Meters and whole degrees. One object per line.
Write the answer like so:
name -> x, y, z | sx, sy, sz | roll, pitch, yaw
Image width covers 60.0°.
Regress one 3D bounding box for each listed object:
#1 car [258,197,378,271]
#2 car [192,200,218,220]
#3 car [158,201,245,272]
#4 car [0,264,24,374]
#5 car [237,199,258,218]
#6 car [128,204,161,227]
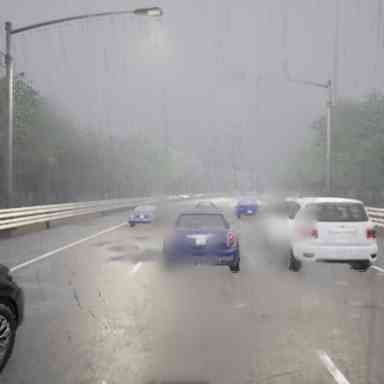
car -> 3.799, 1.181, 10.885 | 2.150, 2.045, 5.566 | 0, 0, 2
car -> 1.158, 1.455, 27.706 | 1.994, 1.385, 4.181 | 0, 0, 4
car -> 0.308, 1.307, 10.842 | 2.097, 1.767, 4.553 | 0, 0, 2
car -> -3.377, 1.208, 2.160 | 2.150, 2.045, 5.566 | 0, 0, 1
car -> 4.729, 1.369, 28.617 | 1.882, 1.535, 5.008 | 0, 0, 4
car -> -2.749, 1.458, 21.710 | 2.033, 1.411, 5.357 | 0, 0, 3
